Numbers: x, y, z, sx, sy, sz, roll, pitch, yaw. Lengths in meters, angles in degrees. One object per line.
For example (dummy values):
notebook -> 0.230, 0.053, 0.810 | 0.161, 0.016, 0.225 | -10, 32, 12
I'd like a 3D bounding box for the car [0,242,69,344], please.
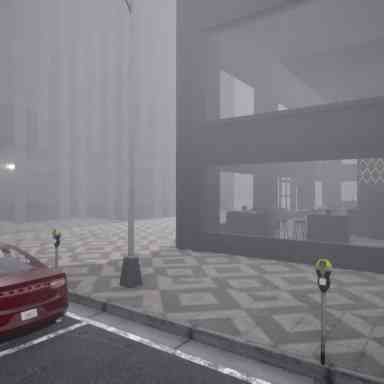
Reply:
car -> -4.044, 1.544, 5.867 | 4.507, 1.381, 1.887 | 0, 0, 36
